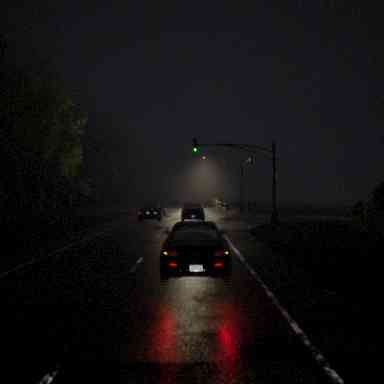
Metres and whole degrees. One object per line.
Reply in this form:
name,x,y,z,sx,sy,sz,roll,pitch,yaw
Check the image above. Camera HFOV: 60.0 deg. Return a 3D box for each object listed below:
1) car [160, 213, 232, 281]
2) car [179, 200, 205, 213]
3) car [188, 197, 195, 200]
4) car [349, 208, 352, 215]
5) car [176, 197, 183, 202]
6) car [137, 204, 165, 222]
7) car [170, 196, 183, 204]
car,0.094,1.577,9.882,1.812,1.442,4.674,0,0,0
car,0.081,1.666,27.419,1.812,1.442,4.674,0,0,0
car,-0.049,1.948,83.351,2.033,1.411,5.357,0,0,0
car,19.068,1.914,34.850,5.008,1.535,1.882,1,-1,0
car,-3.554,2.057,94.985,1.895,1.301,4.718,0,0,0
car,-3.416,1.692,28.171,2.033,1.411,5.357,0,0,0
car,-3.460,1.702,70.552,2.097,1.767,4.553,0,0,0
